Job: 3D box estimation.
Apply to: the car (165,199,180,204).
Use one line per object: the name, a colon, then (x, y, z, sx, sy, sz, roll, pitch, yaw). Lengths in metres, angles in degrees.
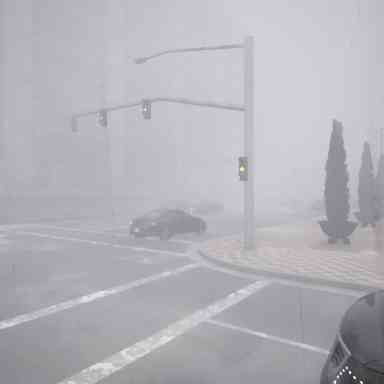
car: (-1.535, 1.506, 34.257, 1.837, 1.490, 4.892, 0, 0, 36)

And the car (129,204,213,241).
car: (-1.119, 1.529, 16.740, 1.812, 1.442, 4.674, 0, 0, 36)

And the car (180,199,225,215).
car: (1.383, 1.492, 32.320, 2.128, 1.511, 4.902, 0, 0, 36)

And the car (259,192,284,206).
car: (12.493, 1.352, 53.533, 2.097, 1.767, 4.553, 0, 0, 36)

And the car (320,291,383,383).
car: (3.514, 1.214, 1.471, 5.566, 2.045, 2.150, -1, -1, 35)

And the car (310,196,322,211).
car: (15.717, 1.570, 40.028, 1.994, 1.385, 4.181, 0, 0, 36)

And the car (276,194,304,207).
car: (15.285, 1.494, 51.420, 2.128, 1.511, 4.902, 0, 0, 36)
